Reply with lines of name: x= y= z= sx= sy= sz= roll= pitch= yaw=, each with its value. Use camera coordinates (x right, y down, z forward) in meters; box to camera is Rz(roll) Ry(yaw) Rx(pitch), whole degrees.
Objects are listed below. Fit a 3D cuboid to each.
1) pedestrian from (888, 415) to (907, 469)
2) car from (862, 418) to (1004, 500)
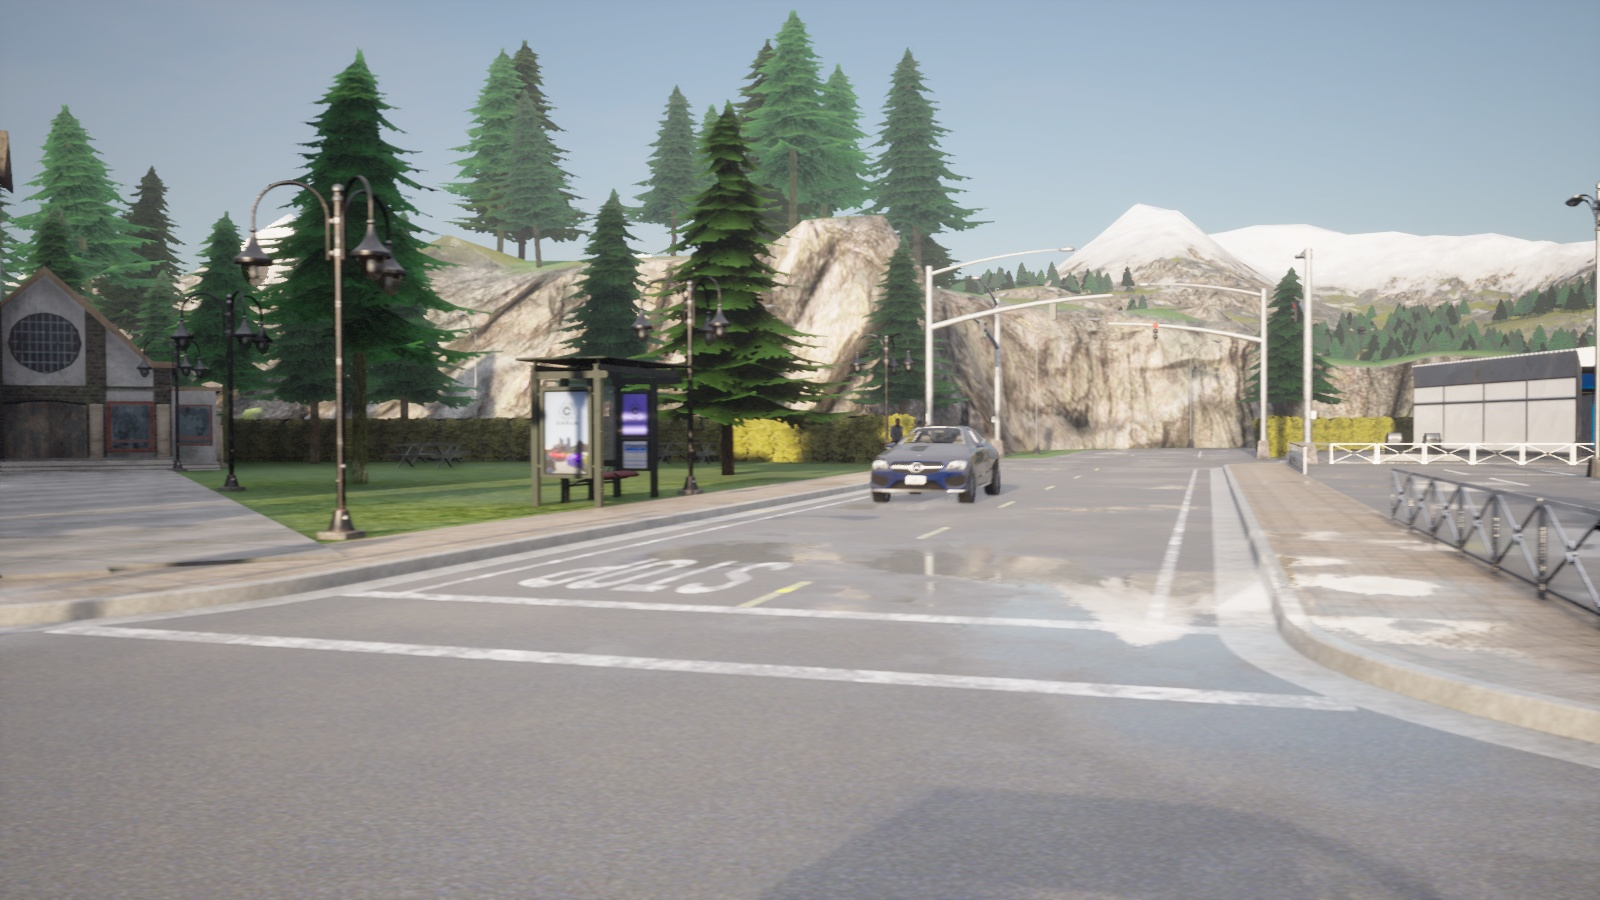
pedestrian: x=3.545 y=-0.291 z=45.775 sx=0.423 sy=1.949 sz=0.788 roll=0 pitch=1 yaw=-19
car: x=3.072 y=0.140 z=27.930 sx=2.152 sy=1.651 sz=5.027 roll=1 pitch=1 yaw=18
